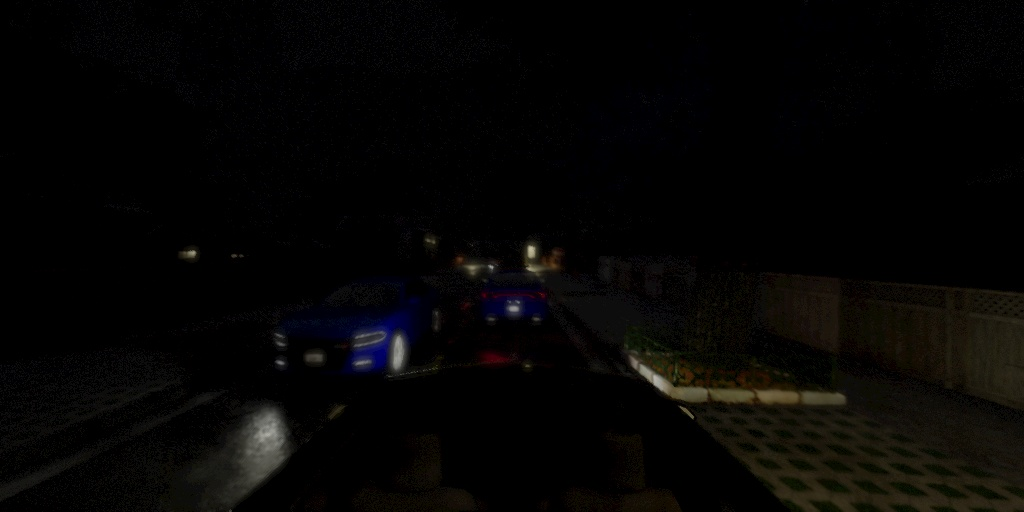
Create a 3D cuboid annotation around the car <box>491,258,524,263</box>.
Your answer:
[{"bbox_3d":[0.029,0.982,21.958,2.097,1.767,4.553,0,0,0],"label":"car"}]

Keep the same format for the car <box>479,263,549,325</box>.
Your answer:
[{"bbox_3d":[0.069,1.162,11.498,1.882,1.535,5.008,0,0,0],"label":"car"}]

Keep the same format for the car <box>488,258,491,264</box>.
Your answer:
[{"bbox_3d":[-2.837,1.121,64.885,1.812,1.442,4.674,0,0,0],"label":"car"}]

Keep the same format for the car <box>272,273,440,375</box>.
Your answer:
[{"bbox_3d":[-2.847,1.186,7.669,1.882,1.535,5.008,0,0,0],"label":"car"}]
